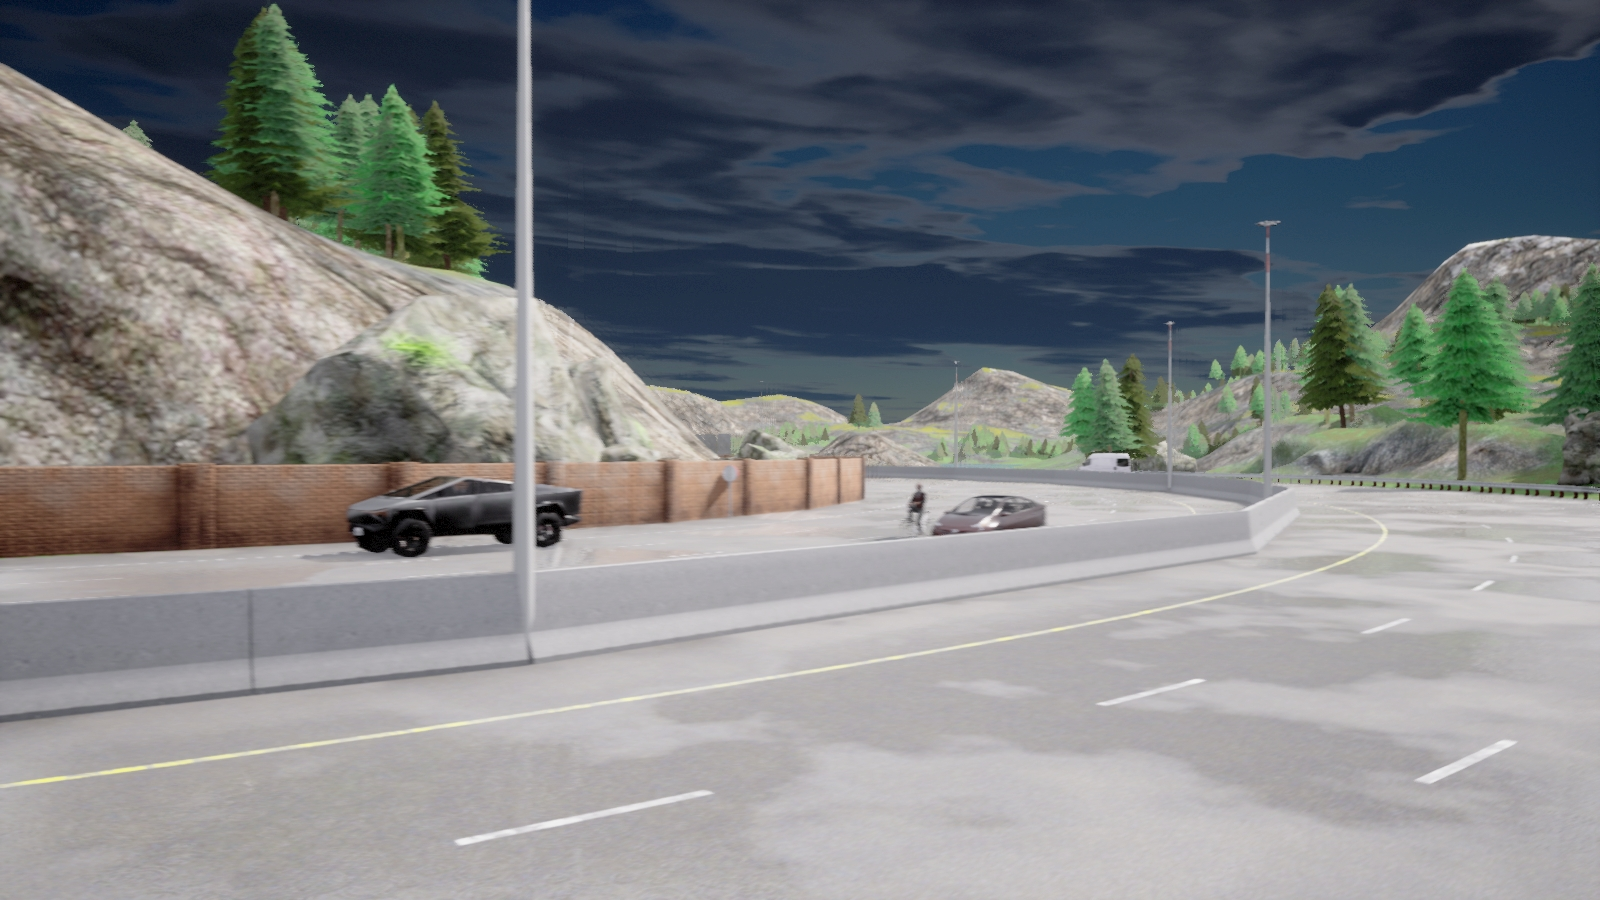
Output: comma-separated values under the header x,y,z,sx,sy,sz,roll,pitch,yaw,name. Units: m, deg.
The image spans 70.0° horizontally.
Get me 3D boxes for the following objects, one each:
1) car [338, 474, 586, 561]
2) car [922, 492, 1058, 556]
x,y,z,sx,sy,sz,roll,pitch,yaw,name
-9.319,1.776,32.009,6.274,2.098,2.390,0,0,-45,car
5.539,2.065,32.898,2.007,1.525,4.514,0,0,37,car
